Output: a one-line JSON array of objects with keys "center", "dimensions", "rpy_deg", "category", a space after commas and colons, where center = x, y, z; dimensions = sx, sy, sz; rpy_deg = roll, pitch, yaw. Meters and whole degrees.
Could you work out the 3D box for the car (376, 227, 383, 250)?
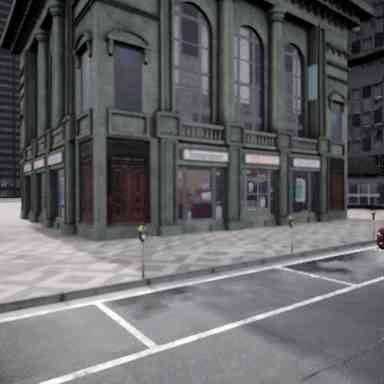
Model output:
[{"center": [8.989, 1.529, 13.071], "dimensions": [4.507, 1.381, 1.887], "rpy_deg": [0, 0, -36], "category": "car"}]
